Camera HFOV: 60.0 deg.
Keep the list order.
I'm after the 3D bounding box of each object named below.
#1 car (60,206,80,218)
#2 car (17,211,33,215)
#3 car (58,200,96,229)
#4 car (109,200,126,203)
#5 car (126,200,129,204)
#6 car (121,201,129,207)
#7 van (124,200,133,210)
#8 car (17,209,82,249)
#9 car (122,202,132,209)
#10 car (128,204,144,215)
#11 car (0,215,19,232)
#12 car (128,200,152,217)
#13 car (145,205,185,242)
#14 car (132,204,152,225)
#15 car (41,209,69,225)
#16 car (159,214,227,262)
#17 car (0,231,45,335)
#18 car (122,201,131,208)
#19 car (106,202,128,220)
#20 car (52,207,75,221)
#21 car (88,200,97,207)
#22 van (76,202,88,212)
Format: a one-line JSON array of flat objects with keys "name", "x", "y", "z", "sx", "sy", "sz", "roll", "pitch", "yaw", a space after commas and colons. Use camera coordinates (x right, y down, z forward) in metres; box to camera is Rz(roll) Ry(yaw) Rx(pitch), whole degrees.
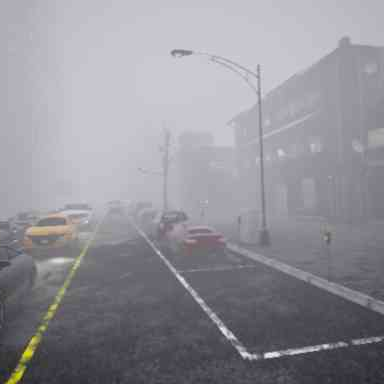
[{"name": "car", "x": -15.778, "y": 2.542, "z": 43.104, "sx": 1.887, "sy": 1.381, "sz": 4.507, "roll": -1, "pitch": -1, "yaw": -13}, {"name": "car", "x": -10.653, "y": 2.009, "z": 21.523, "sx": 1.967, "sy": 1.590, "sz": 4.097, "roll": -1, "pitch": -1, "yaw": -13}, {"name": "car", "x": -9.277, "y": 1.827, "z": 26.909, "sx": 2.150, "sy": 2.045, "sz": 5.566, "roll": -1, "pitch": -1, "yaw": -13}, {"name": "car", "x": -10.766, "y": 2.129, "z": 46.542, "sx": 2.150, "sy": 2.045, "sz": 5.566, "roll": -1, "pitch": -1, "yaw": -13}, {"name": "car", "x": -6.349, "y": 2.014, "z": 39.653, "sx": 2.192, "sy": 1.841, "sz": 5.009, "roll": -1, "pitch": -1, "yaw": -13}, {"name": "car", "x": -17.881, "y": 3.159, "z": 88.208, "sx": 1.887, "sy": 1.381, "sz": 4.507, "roll": -1, "pitch": -1, "yaw": -13}, {"name": "van", "x": -12.757, "y": 2.556, "z": 66.629, "sx": 1.690, "sy": 1.788, "sz": 3.998, "roll": -1, "pitch": -1, "yaw": -13}, {"name": "car", "x": -6.812, "y": 1.872, "z": 16.505, "sx": 1.882, "sy": 1.535, "sz": 5.008, "roll": -1, "pitch": -1, "yaw": -13}, {"name": "car", "x": -14.036, "y": 2.882, "z": 72.021, "sx": 1.947, "sy": 1.339, "sz": 4.313, "roll": -1, "pitch": -1, "yaw": -13}, {"name": "car", "x": -7.667, "y": 2.333, "z": 45.210, "sx": 1.752, "sy": 1.417, "sz": 4.829, "roll": -1, "pitch": -1, "yaw": -13}, {"name": "car", "x": -9.370, "y": 2.040, "z": 16.126, "sx": 1.802, "sy": 1.307, "sz": 4.206, "roll": -1, "pitch": -1, "yaw": -13}, {"name": "car", "x": -5.067, "y": 1.907, "z": 34.255, "sx": 2.192, "sy": 1.841, "sz": 5.009, "roll": -1, "pitch": -1, "yaw": -13}, {"name": "car", "x": -1.222, "y": 1.705, "z": 18.069, "sx": 1.967, "sy": 1.590, "sz": 4.097, "roll": -1, "pitch": -1, "yaw": -13}, {"name": "car", "x": -3.783, "y": 2.035, "z": 28.856, "sx": 2.008, "sy": 1.369, "sz": 4.403, "roll": -1, "pitch": -1, "yaw": -13}, {"name": "car", "x": -13.214, "y": 2.367, "z": 32.310, "sx": 1.802, "sy": 1.307, "sz": 4.206, "roll": -1, "pitch": -1, "yaw": -13}, {"name": "car", "x": 0.062, "y": 1.736, "z": 12.669, "sx": 1.802, "sy": 1.307, "sz": 4.206, "roll": -1, "pitch": -1, "yaw": -13}, {"name": "car", "x": -4.410, "y": 1.751, "z": 6.419, "sx": 1.994, "sy": 1.385, "sz": 4.181, "roll": -1, "pitch": -1, "yaw": -13}, {"name": "car", "x": -15.319, "y": 2.857, "z": 77.418, "sx": 1.967, "sy": 1.590, "sz": 4.097, "roll": -1, "pitch": -1, "yaw": -13}, {"name": "car", "x": -8.390, "y": 2.221, "z": 36.793, "sx": 1.837, "sy": 1.490, "sz": 4.892, "roll": -1, "pitch": -1, "yaw": -13}, {"name": "car", "x": -14.496, "y": 2.474, "z": 37.708, "sx": 1.802, "sy": 1.307, "sz": 4.206, "roll": -1, "pitch": -1, "yaw": -13}, {"name": "car", "x": -27.316, "y": 3.221, "z": 91.664, "sx": 2.192, "sy": 1.841, "sz": 5.009, "roll": 0, "pitch": -1, "yaw": -13}, {"name": "van", "x": -19.625, "y": 2.648, "z": 59.293, "sx": 1.690, "sy": 1.788, "sz": 3.998, "roll": -1, "pitch": -1, "yaw": -13}]
